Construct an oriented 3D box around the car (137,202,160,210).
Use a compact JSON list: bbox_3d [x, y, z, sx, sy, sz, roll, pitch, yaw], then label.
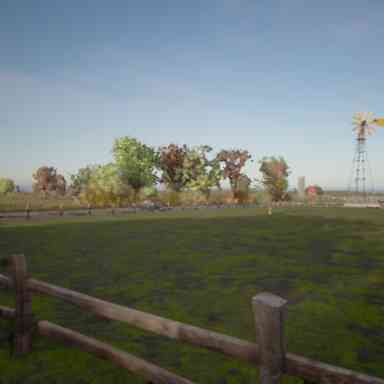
[{"bbox_3d":[-7.321,2.312,56.009,1.994,1.385,4.181,1,0,36],"label":"car"}]
